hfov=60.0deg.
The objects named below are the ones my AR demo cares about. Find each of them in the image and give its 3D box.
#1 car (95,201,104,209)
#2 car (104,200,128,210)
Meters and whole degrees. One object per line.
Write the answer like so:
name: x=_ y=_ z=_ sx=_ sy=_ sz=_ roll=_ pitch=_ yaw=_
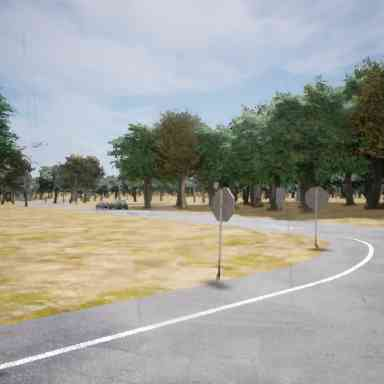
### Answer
car: x=-15.933 y=2.366 z=60.065 sx=1.994 sy=1.385 sz=4.181 roll=2 pitch=-2 yaw=-34
car: x=-12.226 y=2.047 z=54.758 sx=2.097 sy=1.767 sz=4.553 roll=2 pitch=-2 yaw=-34
